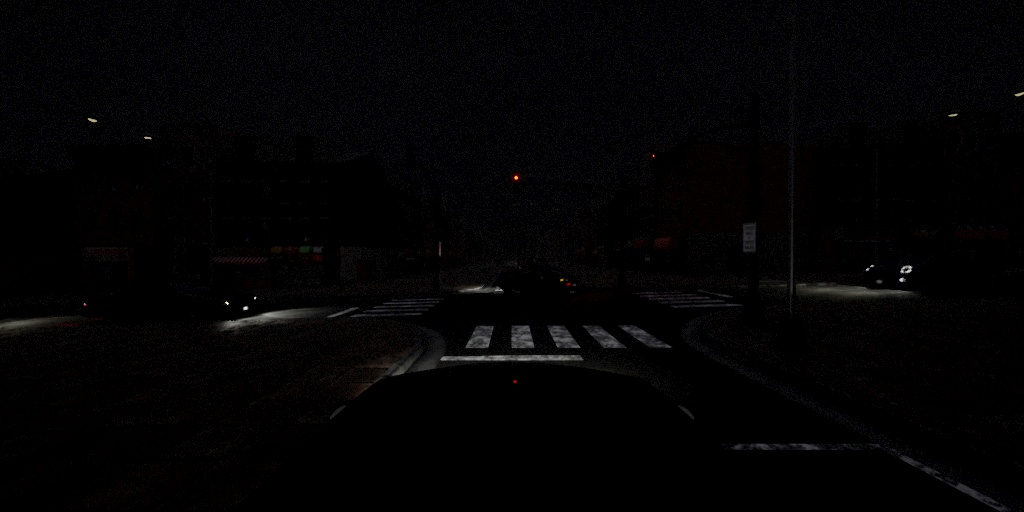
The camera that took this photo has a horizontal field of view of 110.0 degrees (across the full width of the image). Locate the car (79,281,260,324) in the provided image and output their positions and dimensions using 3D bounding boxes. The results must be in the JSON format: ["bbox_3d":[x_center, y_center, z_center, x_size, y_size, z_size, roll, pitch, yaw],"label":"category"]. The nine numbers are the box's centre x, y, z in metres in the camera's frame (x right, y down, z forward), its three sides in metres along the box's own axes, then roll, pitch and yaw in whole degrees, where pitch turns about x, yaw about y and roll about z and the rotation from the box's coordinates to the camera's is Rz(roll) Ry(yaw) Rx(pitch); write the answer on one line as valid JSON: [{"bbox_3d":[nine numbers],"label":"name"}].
[{"bbox_3d":[-12.587,1.643,13.344,5.357,1.411,2.033,-2,0,0],"label":"car"}]

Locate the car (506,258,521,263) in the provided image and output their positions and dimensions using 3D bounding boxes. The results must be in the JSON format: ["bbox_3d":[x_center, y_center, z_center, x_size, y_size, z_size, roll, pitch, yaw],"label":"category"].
[{"bbox_3d":[0.093,1.378,57.116,1.812,1.442,4.674,0,0,0],"label":"car"}]

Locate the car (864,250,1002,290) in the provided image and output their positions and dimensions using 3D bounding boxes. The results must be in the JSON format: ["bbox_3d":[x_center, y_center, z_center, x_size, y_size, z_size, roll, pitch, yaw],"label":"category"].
[{"bbox_3d":[18.983,0.539,16.352,4.553,1.767,2.097,-1,0,0],"label":"car"}]

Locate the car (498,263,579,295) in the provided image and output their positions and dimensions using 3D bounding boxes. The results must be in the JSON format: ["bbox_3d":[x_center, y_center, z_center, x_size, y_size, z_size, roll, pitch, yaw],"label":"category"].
[{"bbox_3d":[1.378,1.289,19.557,4.674,1.442,1.812,0,1,38],"label":"car"}]

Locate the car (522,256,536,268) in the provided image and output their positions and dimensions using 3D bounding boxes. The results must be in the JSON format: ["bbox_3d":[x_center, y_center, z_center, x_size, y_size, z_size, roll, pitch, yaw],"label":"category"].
[{"bbox_3d":[2.973,1.107,64.406,2.150,2.045,5.566,0,0,0],"label":"car"}]

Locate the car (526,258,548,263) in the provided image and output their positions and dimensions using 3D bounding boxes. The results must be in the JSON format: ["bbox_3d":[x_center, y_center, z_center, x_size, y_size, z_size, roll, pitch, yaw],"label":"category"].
[{"bbox_3d":[2.633,1.225,33.174,1.967,1.591,4.097,0,0,0],"label":"car"}]

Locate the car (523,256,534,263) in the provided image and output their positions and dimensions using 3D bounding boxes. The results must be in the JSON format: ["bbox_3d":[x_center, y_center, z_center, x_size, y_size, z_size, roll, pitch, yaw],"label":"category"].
[{"bbox_3d":[2.632,1.112,38.575,2.192,1.841,5.009,0,0,0],"label":"car"}]

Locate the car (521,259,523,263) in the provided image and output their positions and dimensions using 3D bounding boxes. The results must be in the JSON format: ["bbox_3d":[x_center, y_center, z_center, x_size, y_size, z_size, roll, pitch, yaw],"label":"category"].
[{"bbox_3d":[2.631,1.127,43.978,2.192,1.841,5.009,0,0,0],"label":"car"}]
